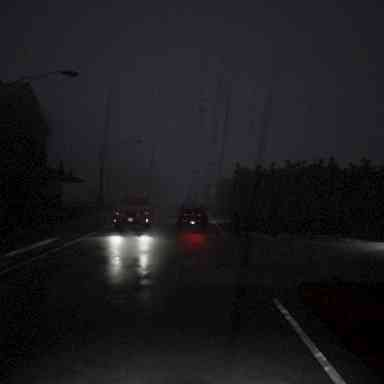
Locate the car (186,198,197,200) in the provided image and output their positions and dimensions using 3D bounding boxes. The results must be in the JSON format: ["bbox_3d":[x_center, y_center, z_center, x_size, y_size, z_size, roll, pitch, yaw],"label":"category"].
[{"bbox_3d":[-0.072,1.571,50.375,1.895,1.301,4.718,0,0,0],"label":"car"}]

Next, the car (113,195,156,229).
[{"bbox_3d":[-3.596,1.209,21.651,2.150,2.045,5.566,0,0,-2],"label":"car"}]

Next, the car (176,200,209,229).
[{"bbox_3d":[0.029,1.491,21.428,1.837,1.490,4.892,0,0,0],"label":"car"}]
